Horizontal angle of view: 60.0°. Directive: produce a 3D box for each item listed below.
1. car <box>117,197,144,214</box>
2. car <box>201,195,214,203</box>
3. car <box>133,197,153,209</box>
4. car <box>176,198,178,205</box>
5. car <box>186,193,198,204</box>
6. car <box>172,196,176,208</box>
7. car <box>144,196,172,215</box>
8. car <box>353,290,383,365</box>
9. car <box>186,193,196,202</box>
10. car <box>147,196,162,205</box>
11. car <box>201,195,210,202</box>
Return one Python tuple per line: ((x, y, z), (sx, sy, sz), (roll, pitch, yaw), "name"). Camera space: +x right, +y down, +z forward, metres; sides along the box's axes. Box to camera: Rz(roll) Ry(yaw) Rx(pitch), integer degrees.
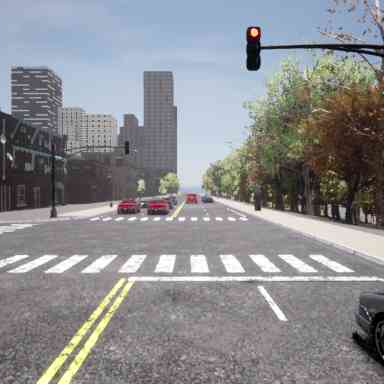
((-6.666, 1.467, 35.588), (1.882, 1.535, 5.008), (0, 0, 0), "car")
((3.233, 1.539, 65.852), (1.994, 1.385, 4.181), (0, 0, 0), "car")
((-6.683, 1.475, 45.997), (2.128, 1.511, 4.902), (0, 0, 0), "car")
((-3.438, 1.483, 57.398), (1.837, 1.490, 4.892), (0, 0, 0), "car")
((-0.020, 1.197, 65.156), (2.150, 2.045, 5.566), (0, 0, 0), "car")
((-3.430, 1.490, 44.010), (1.837, 1.490, 4.892), (0, 0, 0), "car")
((-3.411, 1.467, 34.215), (1.882, 1.535, 5.008), (0, 0, 0), "car")
((3.345, 1.547, 2.535), (2.033, 1.411, 5.357), (0, 0, 0), "car")
((-0.136, 1.195, 75.692), (2.150, 2.045, 5.566), (0, 0, 0), "car")
((-6.682, 1.525, 59.797), (2.033, 1.411, 5.357), (0, 0, 0), "car")
((3.114, 1.447, 75.880), (1.882, 1.535, 5.008), (0, 0, 0), "car")
